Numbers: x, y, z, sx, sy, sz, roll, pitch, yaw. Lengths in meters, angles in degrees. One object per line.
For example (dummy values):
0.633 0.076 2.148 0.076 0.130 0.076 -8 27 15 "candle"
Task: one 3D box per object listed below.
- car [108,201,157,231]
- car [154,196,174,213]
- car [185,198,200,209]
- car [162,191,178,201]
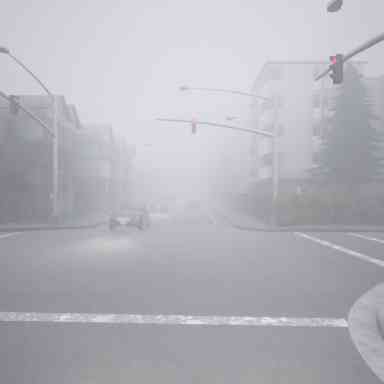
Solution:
-3.591 1.445 19.838 2.128 1.511 4.902 0 -2 0 "car"
-3.586 1.491 37.516 2.128 1.511 4.902 0 0 0 "car"
0.104 1.526 45.561 1.812 1.442 4.674 0 0 0 "car"
-3.491 0.879 53.215 2.150 2.045 5.566 0 0 0 "car"
